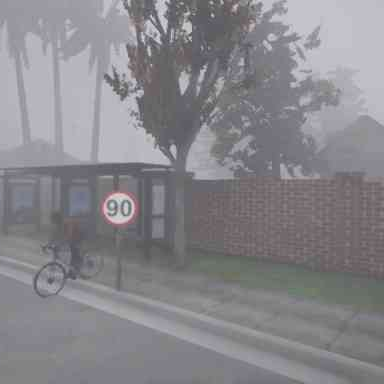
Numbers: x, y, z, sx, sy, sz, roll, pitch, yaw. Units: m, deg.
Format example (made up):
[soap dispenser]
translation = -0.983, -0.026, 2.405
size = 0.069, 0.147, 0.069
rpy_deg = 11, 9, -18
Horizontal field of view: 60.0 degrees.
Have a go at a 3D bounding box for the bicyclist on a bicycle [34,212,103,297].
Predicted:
[bicyclist on a bicycle]
translation = -2.529, 1.184, 6.840
size = 0.582, 1.620, 1.656
rpy_deg = 2, 11, 35
